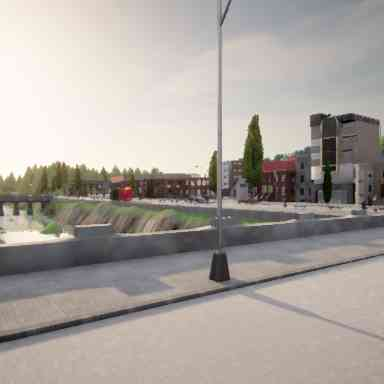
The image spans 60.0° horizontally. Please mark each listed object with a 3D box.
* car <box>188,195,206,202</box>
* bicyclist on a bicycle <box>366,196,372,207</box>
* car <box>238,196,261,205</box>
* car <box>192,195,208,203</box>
[{"bbox_3d":[1.092,1.382,72.885,1.994,1.385,4.181,0,0,-35],"label":"car"},{"bbox_3d":[24.929,1.347,46.854,1.656,1.620,0.582,0,0,-35],"label":"bicyclist on a bicycle"},{"bbox_3d":[10.283,1.532,59.993,1.812,1.442,4.674,0,0,-35],"label":"car"},{"bbox_3d":[1.221,1.558,65.813,1.812,1.442,4.674,0,0,-35],"label":"car"}]
